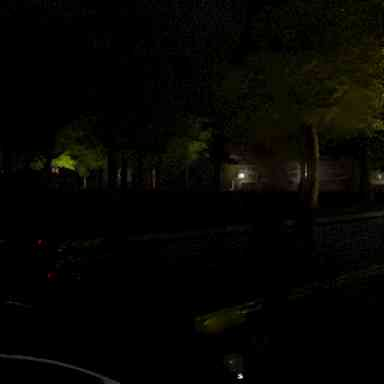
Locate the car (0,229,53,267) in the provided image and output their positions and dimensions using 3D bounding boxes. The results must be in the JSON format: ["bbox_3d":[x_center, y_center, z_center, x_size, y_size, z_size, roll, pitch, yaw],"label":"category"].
[{"bbox_3d":[-4.427,1.519,4.521,4.892,1.490,1.837,-1,0,-35],"label":"car"}]

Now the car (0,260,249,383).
[{"bbox_3d":[-1.742,1.508,2.197,4.892,1.490,1.837,-1,1,-35],"label":"car"}]

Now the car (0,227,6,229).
[{"bbox_3d":[-5.923,1.500,7.445,4.902,1.511,2.128,-1,0,-36],"label":"car"}]
